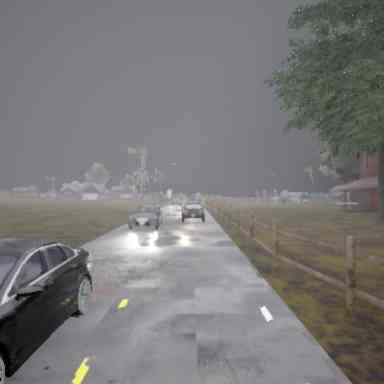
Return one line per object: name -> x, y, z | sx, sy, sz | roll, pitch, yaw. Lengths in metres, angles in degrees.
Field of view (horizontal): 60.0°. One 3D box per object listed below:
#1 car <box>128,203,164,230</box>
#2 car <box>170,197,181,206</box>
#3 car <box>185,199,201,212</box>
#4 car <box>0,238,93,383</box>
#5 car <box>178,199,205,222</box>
car -> -2.856, 1.503, 21.458 | 2.128, 1.511, 4.902 | 0, 0, 0
car -> -2.801, 1.736, 59.476 | 1.837, 1.490, 4.892 | 0, 0, 1
car -> 0.083, 1.608, 40.789 | 1.812, 1.442, 4.674 | 0, 0, 0
car -> -2.847, 1.492, 4.651 | 2.128, 1.511, 4.902 | 0, 0, 0
car -> 0.096, 1.548, 26.523 | 1.812, 1.442, 4.674 | 0, 0, 0
